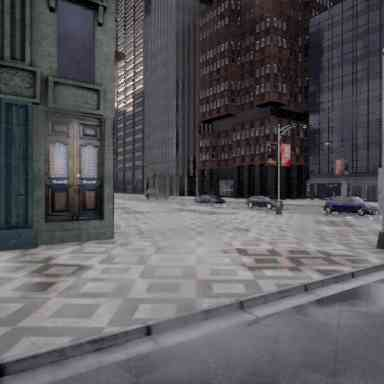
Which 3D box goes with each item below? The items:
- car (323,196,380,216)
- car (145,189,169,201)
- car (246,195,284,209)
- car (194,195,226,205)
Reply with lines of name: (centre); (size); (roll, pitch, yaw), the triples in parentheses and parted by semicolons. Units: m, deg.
car: (14.272, 1.135, 29.792); (2.097, 1.767, 4.553); (0, 1, -35)
car: (-6.256, 0.464, 59.110); (2.150, 2.045, 5.566); (0, 1, -35)
car: (8.358, 1.156, 38.194); (1.837, 1.490, 4.892); (0, 1, -35)
car: (2.441, 1.068, 46.602); (2.033, 1.411, 5.357); (0, 1, -35)
